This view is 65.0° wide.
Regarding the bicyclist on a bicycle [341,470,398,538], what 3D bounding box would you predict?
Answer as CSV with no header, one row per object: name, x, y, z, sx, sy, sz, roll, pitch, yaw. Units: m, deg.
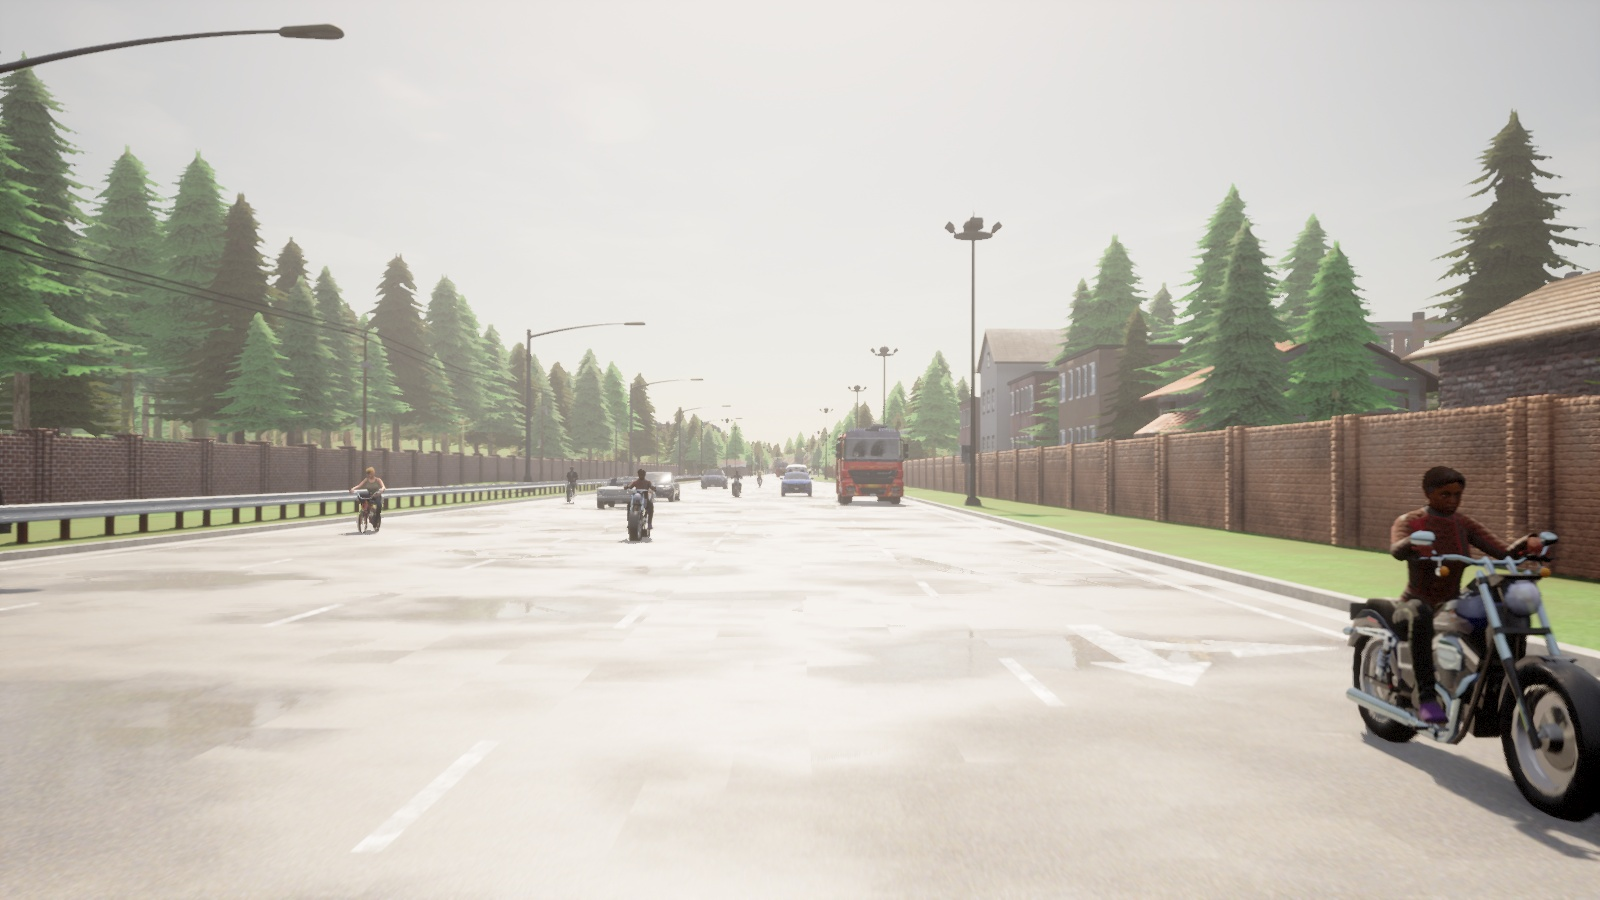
bicyclist on a bicycle,-10.571,1.310,30.882,0.866,1.612,1.509,0,-1,0

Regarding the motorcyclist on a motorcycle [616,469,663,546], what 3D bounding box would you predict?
motorcyclist on a motorcycle,-3.580,1.252,28.212,0.766,1.649,2.350,0,-1,0

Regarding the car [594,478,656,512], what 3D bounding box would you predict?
car,-7.127,1.808,51.652,1.895,1.301,4.718,0,-1,0

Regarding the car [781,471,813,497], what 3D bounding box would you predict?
car,-0.191,2.092,77.588,1.882,1.535,5.008,0,-1,0

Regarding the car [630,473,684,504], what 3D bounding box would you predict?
car,-7.156,1.904,63.357,2.163,1.488,4.792,0,-1,0

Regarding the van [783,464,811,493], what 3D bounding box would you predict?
van,-0.231,2.100,93.256,2.069,2.038,4.480,0,-1,0

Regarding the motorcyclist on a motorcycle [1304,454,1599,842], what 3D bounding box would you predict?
motorcyclist on a motorcycle,3.483,0.860,6.530,0.766,1.649,2.350,0,-1,0

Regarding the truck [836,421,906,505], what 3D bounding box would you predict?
truck,3.344,0.664,61.341,2.891,3.827,8.468,0,-1,0
